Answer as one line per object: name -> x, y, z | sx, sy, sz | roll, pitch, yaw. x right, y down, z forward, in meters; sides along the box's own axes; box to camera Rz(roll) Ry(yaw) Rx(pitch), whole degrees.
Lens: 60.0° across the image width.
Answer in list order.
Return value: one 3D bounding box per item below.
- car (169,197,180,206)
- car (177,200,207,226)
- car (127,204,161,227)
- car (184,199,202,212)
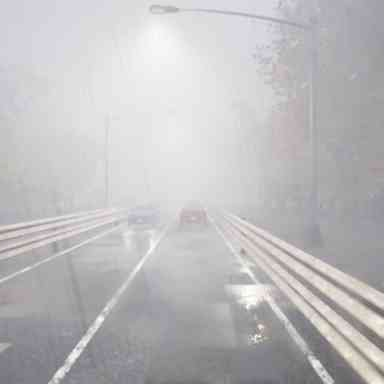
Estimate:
car -> -3.301, 1.692, 64.498 | 2.097, 1.767, 4.553 | 0, 0, 1
car -> 0.101, 1.584, 24.372 | 1.882, 1.535, 5.008 | 0, 0, 0
car -> -3.346, 1.581, 23.865 | 1.882, 1.535, 5.008 | 0, 0, 0
car -> 0.093, 1.704, 42.675 | 2.128, 1.511, 4.902 | 0, 0, 0
